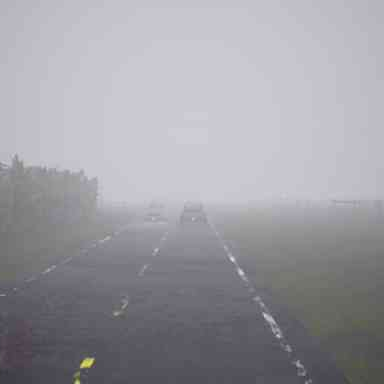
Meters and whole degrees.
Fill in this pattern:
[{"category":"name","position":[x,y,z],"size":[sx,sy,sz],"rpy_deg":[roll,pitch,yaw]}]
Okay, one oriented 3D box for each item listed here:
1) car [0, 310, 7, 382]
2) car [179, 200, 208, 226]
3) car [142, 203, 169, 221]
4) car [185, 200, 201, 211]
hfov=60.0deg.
[{"category":"car","position":[-2.852,1.508,1.535],"size":[1.837,1.490,4.892],"rpy_deg":[0,0,0]},{"category":"car","position":[0.090,1.521,23.598],"size":[2.128,1.511,4.902],"rpy_deg":[0,0,0]},{"category":"car","position":[-2.862,1.581,27.401],"size":[2.033,1.411,5.357],"rpy_deg":[0,0,0]},{"category":"car","position":[0.085,1.652,41.740],"size":[1.895,1.301,4.718],"rpy_deg":[0,0,0]}]
